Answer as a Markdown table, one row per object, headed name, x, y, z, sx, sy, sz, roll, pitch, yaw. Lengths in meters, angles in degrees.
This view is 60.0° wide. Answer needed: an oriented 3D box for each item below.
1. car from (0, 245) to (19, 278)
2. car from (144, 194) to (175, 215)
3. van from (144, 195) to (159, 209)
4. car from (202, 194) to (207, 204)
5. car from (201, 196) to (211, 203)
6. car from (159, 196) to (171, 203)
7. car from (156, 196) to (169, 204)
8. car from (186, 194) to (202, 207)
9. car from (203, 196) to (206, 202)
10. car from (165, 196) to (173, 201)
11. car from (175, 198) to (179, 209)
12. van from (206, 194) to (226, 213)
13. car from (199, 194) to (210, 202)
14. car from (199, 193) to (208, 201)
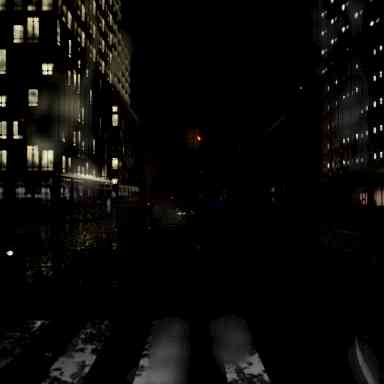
| name | x | y | z | sx | sy | sz | roll | pitch | yaw |
| --- | --- | --- | --- | --- | --- | --- | --- | --- | --- |
| car | -6.739 | 1.551 | 8.340 | 4.718 | 1.301 | 1.895 | 1 | 0 | 21 |
| car | -3.182 | 1.220 | 33.613 | 2.150 | 2.045 | 5.566 | 0 | 0 | 0 |
| van | -5.702 | 1.338 | 47.037 | 1.690 | 1.788 | 3.998 | 0 | 0 | 0 |
| car | 2.764 | 1.310 | 63.612 | 2.192 | 1.841 | 5.009 | 0 | 0 | 0 |
| car | 2.792 | 1.538 | 69.151 | 1.887 | 1.381 | 4.507 | 0 | 0 | 0 |
| car | -5.589 | 1.545 | 69.193 | 2.008 | 1.369 | 4.403 | 0 | 0 | 0 |
| car | -5.617 | 1.561 | 63.655 | 1.947 | 1.339 | 4.313 | 0 | 0 | 0 |
| car | 0.106 | 1.348 | 51.463 | 2.097 | 1.767 | 4.553 | 0 | 0 | 0 |
| car | 2.672 | 1.542 | 41.458 | 1.887 | 1.381 | 4.507 | 0 | 0 | 0 |
| car | -5.531 | 1.573 | 80.273 | 1.802 | 1.307 | 4.206 | 0 | 0 | 0 |
| car | -3.129 | 1.523 | 43.592 | 1.812 | 1.442 | 4.674 | 0 | 0 | 0 |
| van | 2.735 | 1.339 | 35.919 | 1.690 | 1.788 | 3.998 | 0 | 0 | 0 |
| car | 2.821 | 1.308 | 74.691 | 2.192 | 1.841 | 5.009 | 0 | 0 | 0 |
| car | 2.879 | 1.305 | 85.769 | 2.192 | 1.841 | 5.009 | 0 | 0 | 0 |
